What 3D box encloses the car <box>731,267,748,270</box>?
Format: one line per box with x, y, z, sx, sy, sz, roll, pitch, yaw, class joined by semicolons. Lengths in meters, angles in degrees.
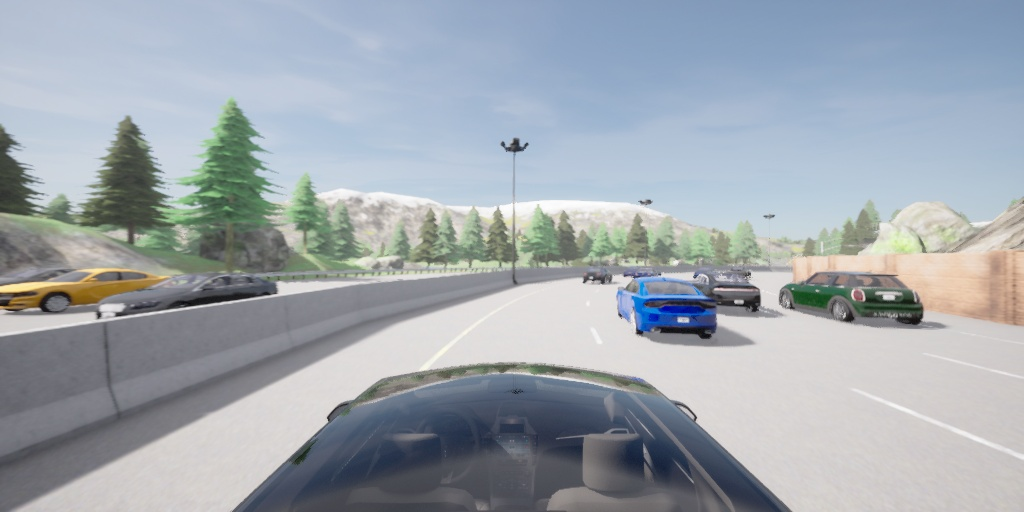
25.154;1.904;39.613;2.128;1.511;4.902;0;-1;40;car

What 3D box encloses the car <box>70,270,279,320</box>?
-9.825;1.279;11.436;2.128;1.511;4.902;0;-1;7;car

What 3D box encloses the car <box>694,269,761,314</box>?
8.778;1.477;15.330;2.128;1.511;4.902;0;-1;13;car

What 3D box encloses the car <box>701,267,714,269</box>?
22.658;1.980;41.654;1.994;1.385;4.181;0;-1;41;car

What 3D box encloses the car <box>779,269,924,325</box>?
12.044;1.338;13.204;2.097;1.767;4.553;1;-1;10;car

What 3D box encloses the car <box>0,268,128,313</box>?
-16.541;1.244;14.240;1.882;1.535;5.008;0;-1;8;car

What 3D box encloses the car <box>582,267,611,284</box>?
7.714;1.707;32.302;1.812;1.442;4.674;0;-1;27;car

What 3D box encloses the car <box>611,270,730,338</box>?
4.382;1.373;10.857;1.882;1.535;5.008;0;-1;8;car

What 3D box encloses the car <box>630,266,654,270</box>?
13.899;1.883;36.497;1.895;1.301;4.718;0;-1;33;car

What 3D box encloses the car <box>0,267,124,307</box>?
-19.939;1.221;15.270;1.994;1.385;4.181;0;-1;9;car
